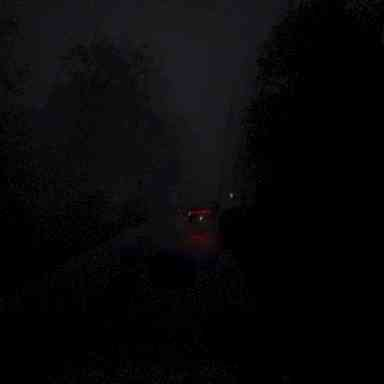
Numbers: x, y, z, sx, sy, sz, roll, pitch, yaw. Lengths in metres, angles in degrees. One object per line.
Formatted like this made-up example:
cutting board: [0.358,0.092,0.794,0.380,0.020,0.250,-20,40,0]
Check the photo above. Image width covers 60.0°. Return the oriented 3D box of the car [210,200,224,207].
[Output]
car: [5.499,2.486,72.862,2.128,1.511,4.902,0,-1,14]

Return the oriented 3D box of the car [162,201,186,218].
car: [-1.648,1.625,31.726,1.882,1.535,5.008,0,-1,5]

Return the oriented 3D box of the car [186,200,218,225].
car: [0.803,1.597,25.184,1.837,1.490,4.892,0,-1,4]

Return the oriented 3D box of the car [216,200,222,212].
car: [2.472,1.801,42.025,2.128,1.511,4.902,0,-1,7]
